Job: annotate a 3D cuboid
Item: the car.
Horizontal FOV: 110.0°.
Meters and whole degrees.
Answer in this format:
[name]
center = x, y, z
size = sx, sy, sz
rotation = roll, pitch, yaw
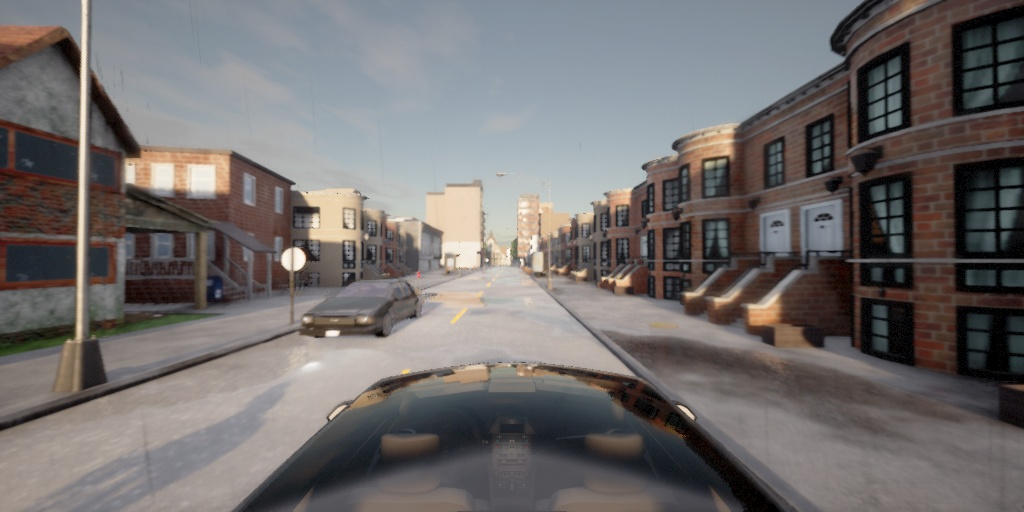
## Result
[car]
center = -4.060, 1.412, 10.816
size = 2.033, 1.411, 5.357
rotation = 0, -1, 0
